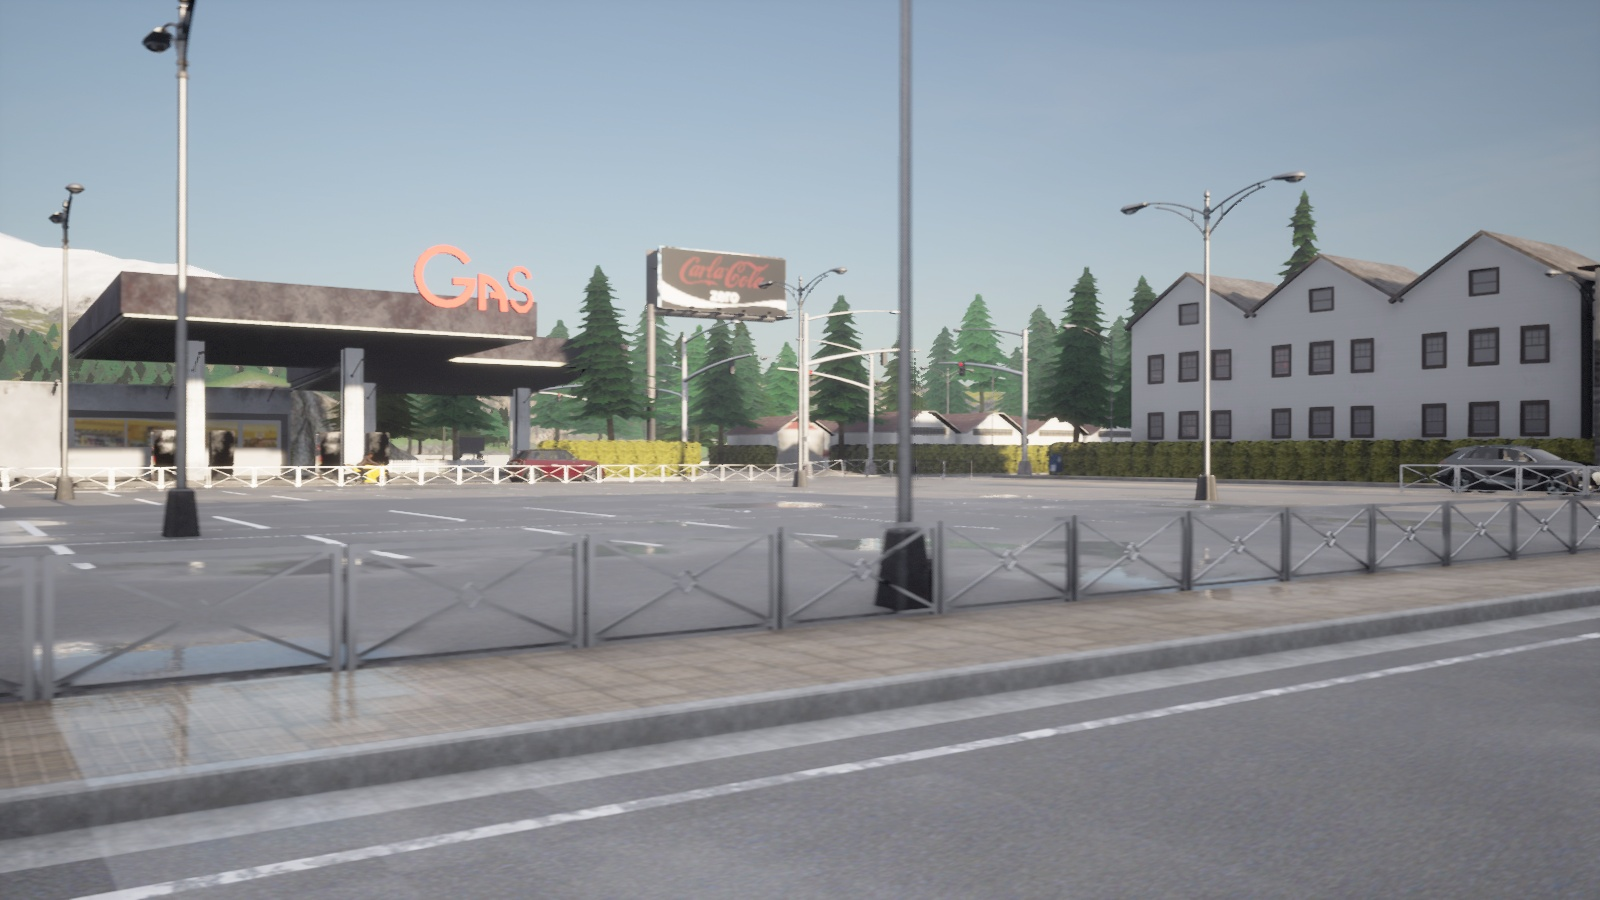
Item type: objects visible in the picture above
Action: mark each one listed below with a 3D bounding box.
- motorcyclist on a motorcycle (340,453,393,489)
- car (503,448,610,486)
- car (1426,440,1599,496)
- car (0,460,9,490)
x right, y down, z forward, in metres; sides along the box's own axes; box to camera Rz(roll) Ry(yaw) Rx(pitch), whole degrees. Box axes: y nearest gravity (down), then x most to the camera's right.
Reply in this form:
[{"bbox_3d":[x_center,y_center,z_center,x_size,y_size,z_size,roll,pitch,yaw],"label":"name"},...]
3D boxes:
[{"bbox_3d":[-18.891,0.916,54.757,2.044,1.523,0.797,0,0,-35],"label":"motorcyclist on a motorcycle"},{"bbox_3d":[-11.571,0.790,59.790,4.553,1.767,2.097,0,0,-35],"label":"car"},{"bbox_3d":[22.661,0.548,39.556,2.033,1.649,4.856,0,0,-35],"label":"car"},{"bbox_3d":[-36.106,1.066,52.574,1.895,1.301,4.718,0,0,41],"label":"car"}]
